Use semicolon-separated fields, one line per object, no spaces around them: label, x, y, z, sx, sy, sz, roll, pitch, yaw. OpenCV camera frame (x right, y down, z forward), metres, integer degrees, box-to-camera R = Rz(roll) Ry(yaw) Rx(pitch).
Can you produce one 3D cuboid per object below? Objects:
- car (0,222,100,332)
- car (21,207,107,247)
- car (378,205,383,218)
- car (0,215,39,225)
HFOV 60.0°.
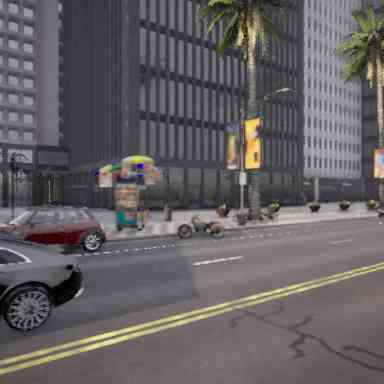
car;-4.266;1.495;5.263;4.902;1.511;2.128;0;0;-35
car;-5.601;1.365;12.281;4.553;1.767;2.185;0;0;-36
car;18.285;1.524;29.379;4.892;1.521;2.231;0;0;-36
car;-6.541;1.510;7.939;4.892;1.490;1.837;0;0;-35
